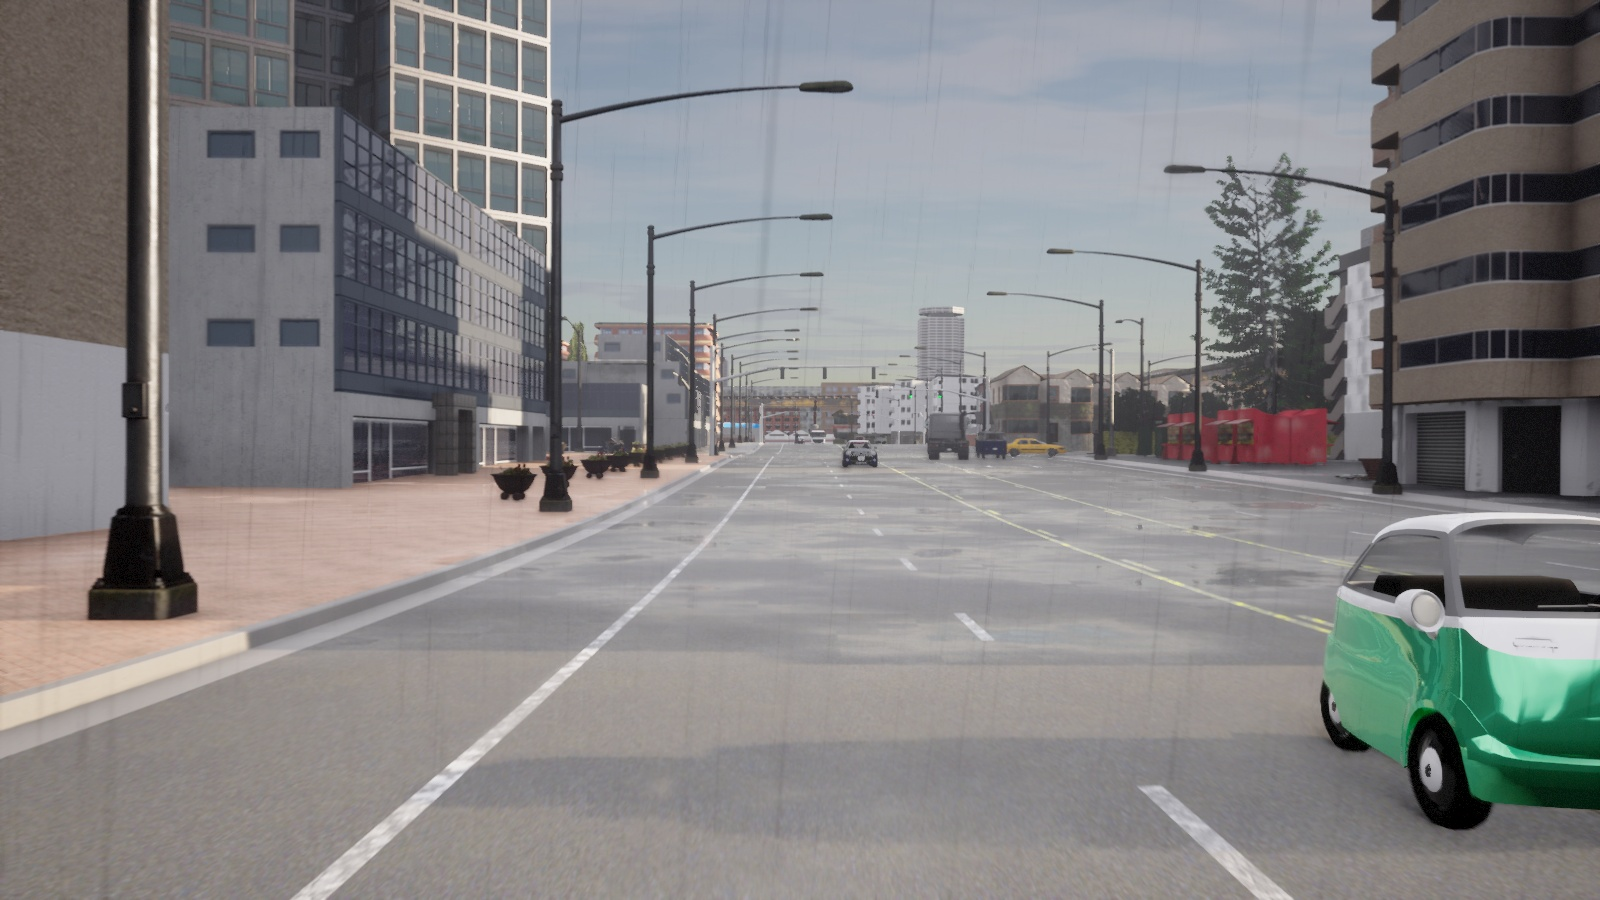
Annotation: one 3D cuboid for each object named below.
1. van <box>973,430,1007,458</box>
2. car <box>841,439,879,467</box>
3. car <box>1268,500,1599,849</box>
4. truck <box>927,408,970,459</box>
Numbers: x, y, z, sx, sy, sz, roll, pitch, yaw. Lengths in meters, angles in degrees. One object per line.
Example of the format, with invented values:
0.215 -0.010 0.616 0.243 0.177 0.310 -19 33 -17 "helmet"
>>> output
13.773 -0.479 91.035 1.775 1.987 4.442 0 1 0 "van"
3.326 0.154 70.346 1.970 1.475 3.806 0 1 0 "car"
3.485 0.958 6.235 1.481 1.376 2.207 0 -1 0 "car"
10.675 -1.195 90.776 2.891 3.462 7.936 0 1 6 "truck"
